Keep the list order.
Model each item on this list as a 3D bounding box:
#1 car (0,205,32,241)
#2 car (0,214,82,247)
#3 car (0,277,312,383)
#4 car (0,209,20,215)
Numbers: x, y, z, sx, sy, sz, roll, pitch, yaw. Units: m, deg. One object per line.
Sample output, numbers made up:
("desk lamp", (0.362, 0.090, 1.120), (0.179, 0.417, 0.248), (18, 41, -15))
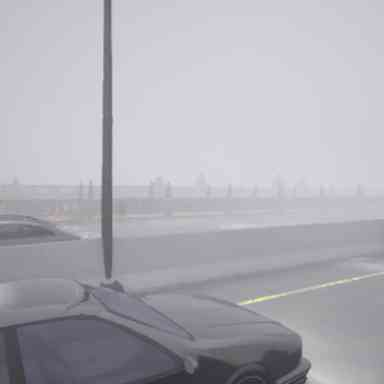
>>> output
("car", (-9.577, 1.367, 14.228), (4.674, 1.442, 1.812), (0, 0, -34))
("car", (-5.079, 1.470, 8.825), (4.181, 1.385, 1.994), (0, 0, -34))
("car", (-1.375, 1.517, 2.720), (5.357, 1.411, 2.033), (0, 0, -34))
("car", (-6.851, 1.438, 11.843), (4.181, 1.385, 1.994), (0, 0, -34))
